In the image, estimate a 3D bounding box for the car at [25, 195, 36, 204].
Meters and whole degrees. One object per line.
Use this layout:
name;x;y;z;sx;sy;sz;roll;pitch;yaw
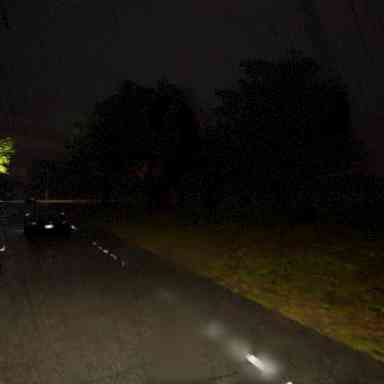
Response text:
car;-32.719;1.676;67.434;2.128;1.511;4.902;0;0;-27

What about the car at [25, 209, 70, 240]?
car;-7.508;1.567;17.179;1.994;1.385;4.181;0;0;-27
